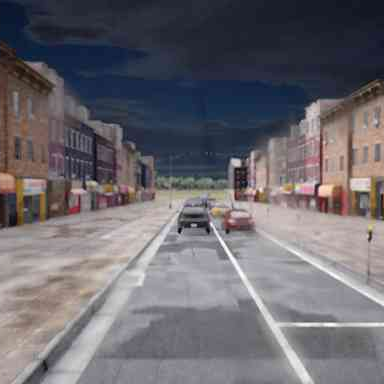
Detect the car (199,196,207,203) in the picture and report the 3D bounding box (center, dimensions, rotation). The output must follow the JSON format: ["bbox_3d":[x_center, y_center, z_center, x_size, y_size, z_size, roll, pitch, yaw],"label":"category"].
[{"bbox_3d":[2.645,1.823,80.481,1.752,1.417,4.829,-1,0,0],"label":"car"}]

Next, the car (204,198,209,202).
[{"bbox_3d":[2.633,1.680,36.051,2.008,1.369,4.403,-1,0,0],"label":"car"}]

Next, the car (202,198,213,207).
[{"bbox_3d":[2.640,1.794,58.181,1.802,1.307,4.206,-1,0,0],"label":"car"}]

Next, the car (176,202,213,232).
[{"bbox_3d":[0.107,1.577,20.467,1.837,1.490,4.892,0,0,0],"label":"car"}]

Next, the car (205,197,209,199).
[{"bbox_3d":[2.637,1.737,47.116,1.947,1.339,4.313,-1,0,0],"label":"car"}]

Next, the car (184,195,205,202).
[{"bbox_3d":[0.113,1.490,38.320,2.097,1.767,4.553,0,0,0],"label":"car"}]

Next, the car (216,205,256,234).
[{"bbox_3d":[2.629,1.651,19.454,1.802,1.307,4.206,-1,0,0],"label":"car"}]

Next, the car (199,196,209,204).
[{"bbox_3d":[2.642,1.716,74.779,1.967,1.590,4.097,-1,0,0],"label":"car"}]

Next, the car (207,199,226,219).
[{"bbox_3d":[2.631,1.635,30.689,1.752,1.417,4.829,-1,0,0],"label":"car"}]

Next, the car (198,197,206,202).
[{"bbox_3d":[2.648,1.885,85.843,1.947,1.339,4.313,-1,0,0],"label":"car"}]
